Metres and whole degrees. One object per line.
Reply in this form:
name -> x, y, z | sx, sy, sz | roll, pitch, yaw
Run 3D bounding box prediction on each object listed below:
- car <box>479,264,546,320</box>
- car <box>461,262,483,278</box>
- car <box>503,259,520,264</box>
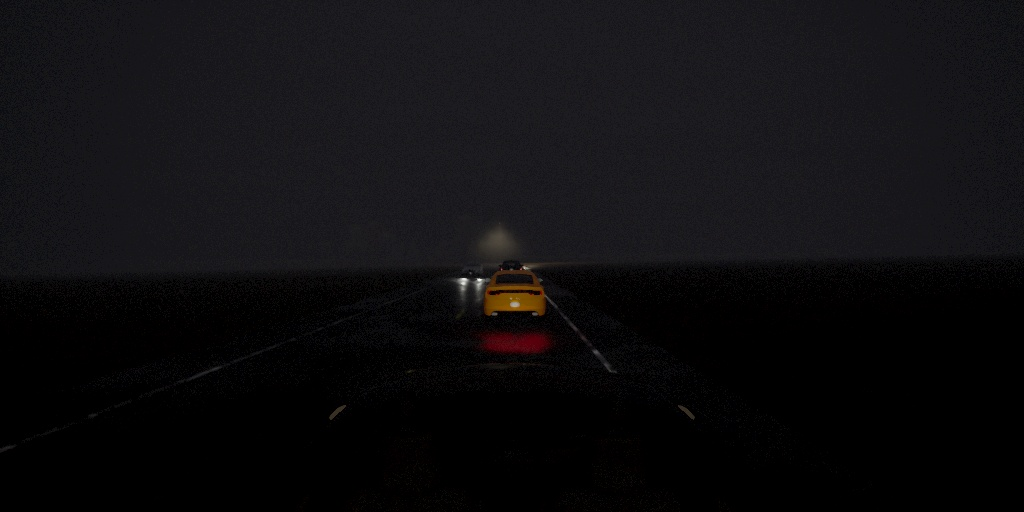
car -> 0.073, 1.232, 12.676 | 1.882, 1.535, 5.008 | 0, 0, 0
car -> -3.799, 1.298, 34.998 | 1.812, 1.442, 4.674 | 0, 0, -1
car -> -0.058, 1.119, 30.790 | 2.097, 1.767, 4.553 | 0, 0, -1
